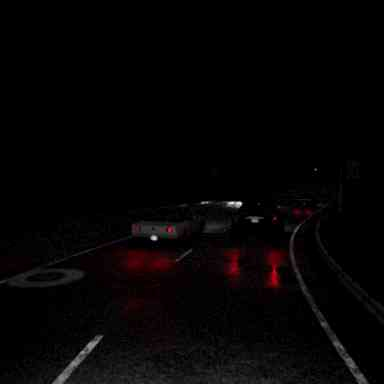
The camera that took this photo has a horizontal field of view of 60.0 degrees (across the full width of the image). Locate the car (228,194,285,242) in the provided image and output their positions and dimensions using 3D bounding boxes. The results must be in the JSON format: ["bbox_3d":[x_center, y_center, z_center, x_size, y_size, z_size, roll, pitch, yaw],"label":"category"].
[{"bbox_3d":[3.224,1.185,15.645,2.097,1.767,4.553,1,1,17],"label":"car"}]

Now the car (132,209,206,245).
[{"bbox_3d":[-0.789,1.419,14.716,1.895,1.301,4.718,1,1,17],"label":"car"}]

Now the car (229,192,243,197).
[{"bbox_3d":[6.909,0.719,49.394,1.994,1.385,4.181,1,2,27],"label":"car"}]

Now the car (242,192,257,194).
[{"bbox_3d":[8.769,0.807,45.277,1.812,1.442,4.674,1,2,26],"label":"car"}]

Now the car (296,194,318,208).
[{"bbox_3d":[13.088,0.991,37.759,2.128,1.511,4.902,1,2,26],"label":"car"}]
